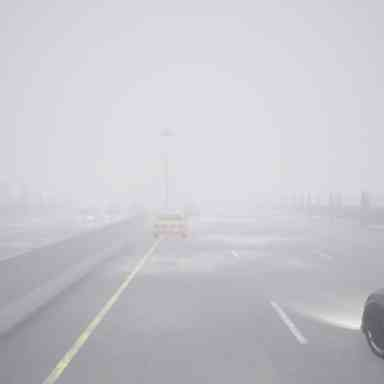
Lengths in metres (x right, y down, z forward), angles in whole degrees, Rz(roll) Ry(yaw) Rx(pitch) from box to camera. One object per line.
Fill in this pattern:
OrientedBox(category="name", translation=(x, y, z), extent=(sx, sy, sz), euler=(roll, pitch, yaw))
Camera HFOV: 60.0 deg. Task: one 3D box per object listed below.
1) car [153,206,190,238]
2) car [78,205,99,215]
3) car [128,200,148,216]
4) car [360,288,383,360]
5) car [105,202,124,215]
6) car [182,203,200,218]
OrientedBox(category="car", translation=(-1.227, 1.845, 20.101), extent=(1.801, 1.575, 5.366), euler=(0, -1, 0))
OrientedBox(category="car", translation=(-14.287, 2.496, 46.151), extent=(1.895, 1.301, 4.718), euler=(0, -1, -3))
OrientedBox(category="car", translation=(-7.264, 2.100, 45.290), extent=(2.150, 2.045, 5.566), euler=(0, -1, -2))
OrientedBox(category="car", translation=(3.599, 1.629, 3.471), extent=(1.994, 1.385, 4.181), euler=(0, -1, 0))
OrientedBox(category="car", translation=(-10.878, 2.261, 46.902), extent=(2.097, 1.767, 4.553), euler=(0, -1, -3))
OrientedBox(category="car", translation=(0.011, 2.344, 40.234), extent=(1.994, 1.385, 4.181), euler=(0, -1, 0))
